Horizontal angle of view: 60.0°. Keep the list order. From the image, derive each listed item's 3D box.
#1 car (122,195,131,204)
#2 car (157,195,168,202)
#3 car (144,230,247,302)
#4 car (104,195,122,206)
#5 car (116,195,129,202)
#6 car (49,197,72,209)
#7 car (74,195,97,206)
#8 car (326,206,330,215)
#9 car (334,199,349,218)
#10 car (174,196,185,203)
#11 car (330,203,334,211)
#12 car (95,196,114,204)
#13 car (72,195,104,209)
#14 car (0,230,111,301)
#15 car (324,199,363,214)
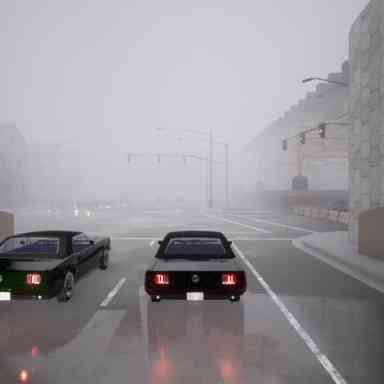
[{"bbox_3d":[-13.291,1.601,64.865,1.895,1.301,4.718,0,0,2],"label":"car"},{"bbox_3d":[-6.142,1.367,69.397,1.994,1.385,4.181,0,0,1],"label":"car"},{"bbox_3d":[0.077,1.601,8.238,1.895,1.301,4.718,0,0,0],"label":"car"},{"bbox_3d":[-13.607,1.547,54.530,2.033,1.411,5.357,0,0,2],"label":"car"},{"bbox_3d":[-16.407,1.462,78.731,1.882,1.535,5.008,0,0,1],"label":"car"},{"bbox_3d":[-17.370,1.491,44.504,2.128,1.511,4.902,0,0,2],"label":"car"},{"bbox_3d":[-17.131,1.352,53.705,2.097,1.767,4.553,0,0,2],"label":"car"},{"bbox_3d":[14.050,1.453,30.763,4.974,1.542,2.038,0,0,-45],"label":"car"},{"bbox_3d":[13.973,1.295,26.113,1.853,1.218,4.536,0,0,-35],"label":"car"},{"bbox_3d":[-2.643,1.564,69.309,1.994,1.385,4.181,0,0,1],"label":"car"},{"bbox_3d":[13.943,1.453,26.156,2.038,1.542,4.974,0,0,-35],"label":"car"},{"bbox_3d":[-16.815,1.547,64.033,2.033,1.411,5.357,0,0,2],"label":"car"},{"bbox_3d":[-13.864,1.478,44.707,1.882,1.535,5.008,0,0,2],"label":"car"},{"bbox_3d":[-3.423,1.601,8.247,1.895,1.301,4.718,0,0,0],"label":"car"},{"bbox_3d":[14.086,1.295,30.799,4.536,1.218,1.853,0,0,-45],"label":"car"}]
